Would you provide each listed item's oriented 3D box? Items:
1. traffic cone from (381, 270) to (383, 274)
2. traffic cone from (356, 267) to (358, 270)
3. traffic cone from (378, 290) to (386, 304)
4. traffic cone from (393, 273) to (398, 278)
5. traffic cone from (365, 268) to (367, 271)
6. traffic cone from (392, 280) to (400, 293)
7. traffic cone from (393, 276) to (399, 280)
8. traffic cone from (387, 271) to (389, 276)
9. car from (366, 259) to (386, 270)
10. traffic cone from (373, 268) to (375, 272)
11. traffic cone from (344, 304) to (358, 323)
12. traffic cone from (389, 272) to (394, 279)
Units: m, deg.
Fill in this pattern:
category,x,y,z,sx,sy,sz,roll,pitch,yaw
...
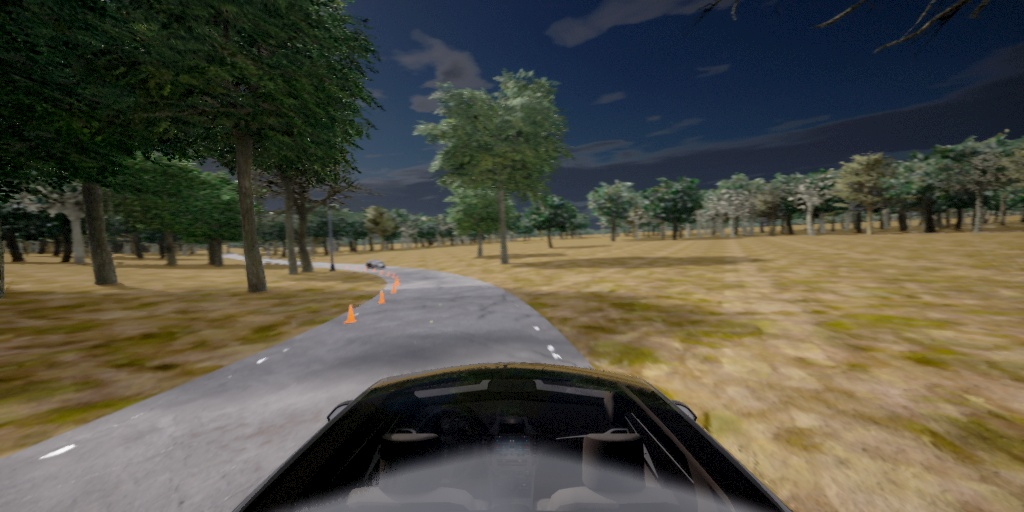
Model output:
category,x,y,z,sx,sy,sz,roll,pitch,yaw
traffic cone,-15.888,1.889,43.832,0.340,0.580,0.340,0,0,-30
traffic cone,-24.126,1.824,55.794,0.340,0.580,0.340,0,0,-39
traffic cone,-6.014,1.888,16.610,0.340,0.580,0.340,0,0,-10
traffic cone,-9.793,1.914,30.644,0.340,0.580,0.340,0,0,-20
traffic cone,-21.155,1.849,51.964,0.340,0.580,0.340,0,0,-36
traffic cone,-7.007,1.903,21.357,0.340,0.580,0.340,0,0,-13
traffic cone,-8.269,1.912,26.041,0.340,0.580,0.340,0,0,-17
traffic cone,-13.608,1.902,39.554,0.340,0.580,0.340,0,0,-26
car,-20.951,1.262,55.009,2.128,1.511,4.902,-4,3,-38
traffic cone,-18.407,1.871,47.973,0.340,0.580,0.340,0,0,-33
traffic cone,-5.290,1.876,11.813,0.340,0.580,0.340,0,0,-7
traffic cone,-11.574,1.911,35.153,0.340,0.580,0.340,0,0,-23
